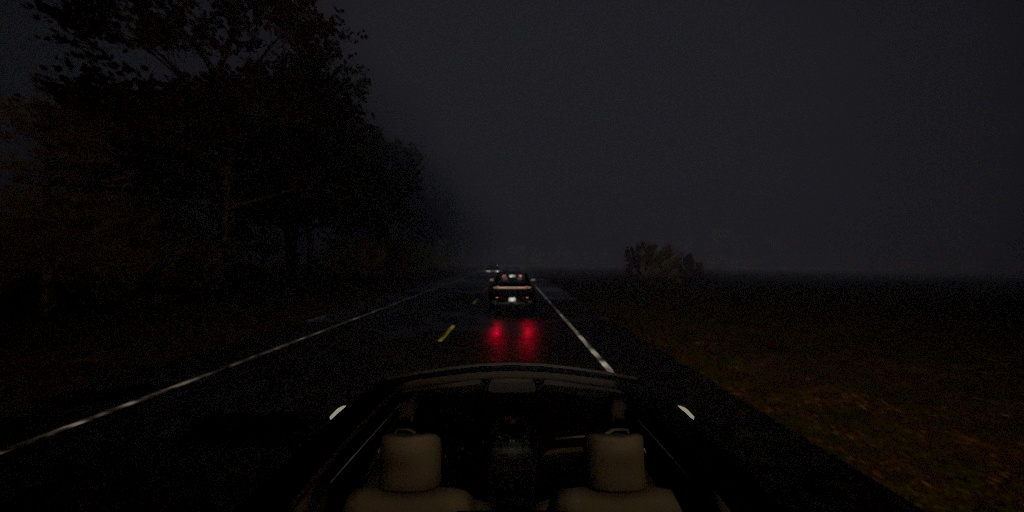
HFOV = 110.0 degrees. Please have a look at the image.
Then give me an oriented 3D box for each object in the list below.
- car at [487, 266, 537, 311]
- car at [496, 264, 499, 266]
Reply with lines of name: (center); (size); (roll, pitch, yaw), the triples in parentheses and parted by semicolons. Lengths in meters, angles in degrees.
car: (0.024, 1.377, 15.351); (2.128, 1.511, 4.902); (0, 0, 1)
car: (0.014, 1.566, 29.349); (2.033, 1.411, 5.357); (0, -1, 0)
